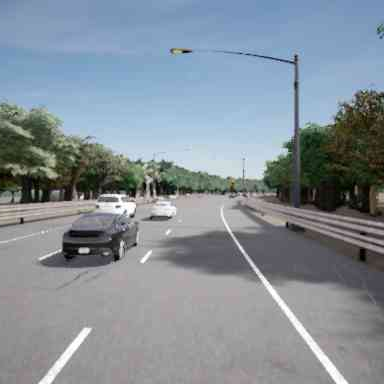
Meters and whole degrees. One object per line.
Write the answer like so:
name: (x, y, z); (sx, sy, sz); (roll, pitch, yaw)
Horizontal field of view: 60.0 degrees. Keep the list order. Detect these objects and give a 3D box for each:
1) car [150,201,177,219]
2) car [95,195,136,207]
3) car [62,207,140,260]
car: (-2.429, 1.544, 28.843); (1.812, 1.442, 4.674); (0, 0, 4)
car: (-6.062, 1.236, 26.922); (2.150, 2.045, 5.566); (0, 0, 3)
car: (-3.182, 1.513, 12.411); (1.837, 1.490, 4.892); (0, 0, 2)
